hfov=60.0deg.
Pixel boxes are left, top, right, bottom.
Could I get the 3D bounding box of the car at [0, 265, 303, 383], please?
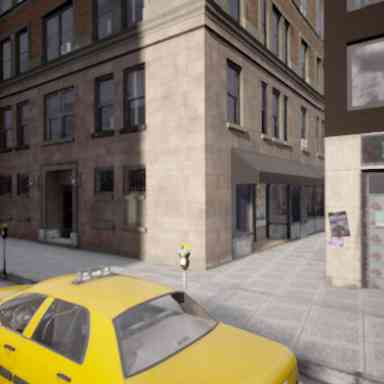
[{"bbox_3d":[-1.283,1.514,3.774,4.829,1.417,1.752,0,0,36],"label":"car"}]
